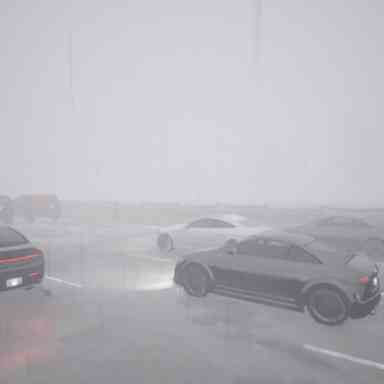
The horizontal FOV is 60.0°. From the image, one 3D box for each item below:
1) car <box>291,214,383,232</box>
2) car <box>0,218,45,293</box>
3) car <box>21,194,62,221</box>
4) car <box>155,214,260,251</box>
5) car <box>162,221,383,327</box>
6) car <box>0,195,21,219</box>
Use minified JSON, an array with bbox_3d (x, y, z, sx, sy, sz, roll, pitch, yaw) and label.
[{"bbox_3d":[5.625,1.562,12.879,4.181,1.385,1.994,0,0,36],"label":"car"},{"bbox_3d":[-5.417,1.496,7.860,4.892,1.490,1.837,0,0,36],"label":"car"},{"bbox_3d":[-12.405,1.197,25.744,5.566,2.045,2.150,0,0,36],"label":"car"},{"bbox_3d":[0.802,1.520,12.004,4.674,1.442,1.812,0,0,35],"label":"car"},{"bbox_3d":[1.649,1.562,7.115,4.181,1.385,1.994,0,0,36],"label":"car"},{"bbox_3d":[-14.443,1.197,22.897,5.566,2.045,2.150,0,0,36],"label":"car"}]
